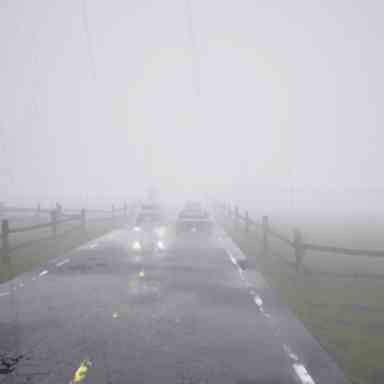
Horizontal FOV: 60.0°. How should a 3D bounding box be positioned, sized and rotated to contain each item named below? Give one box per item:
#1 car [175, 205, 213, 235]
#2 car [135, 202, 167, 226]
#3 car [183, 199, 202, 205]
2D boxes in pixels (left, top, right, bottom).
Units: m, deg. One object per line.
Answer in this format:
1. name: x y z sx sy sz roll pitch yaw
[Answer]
1. car: 0.100 1.616 18.716 1.895 1.301 4.718 0 0 0
2. car: -2.847 1.525 23.874 1.837 1.490 4.892 0 0 0
3. car: 0.102 1.512 35.597 1.882 1.535 5.008 0 0 0
